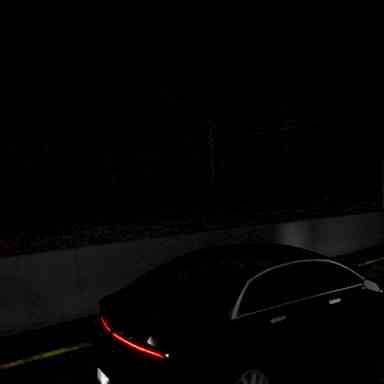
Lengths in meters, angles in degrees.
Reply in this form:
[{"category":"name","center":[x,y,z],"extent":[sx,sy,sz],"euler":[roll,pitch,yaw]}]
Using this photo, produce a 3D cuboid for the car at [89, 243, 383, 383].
[{"category":"car","center":[1.129,1.483,4.562],"extent":[4.892,1.490,1.837],"euler":[-1,1,-35]}]
